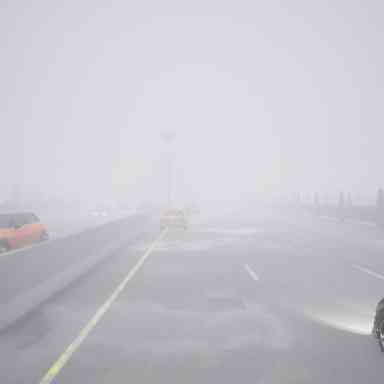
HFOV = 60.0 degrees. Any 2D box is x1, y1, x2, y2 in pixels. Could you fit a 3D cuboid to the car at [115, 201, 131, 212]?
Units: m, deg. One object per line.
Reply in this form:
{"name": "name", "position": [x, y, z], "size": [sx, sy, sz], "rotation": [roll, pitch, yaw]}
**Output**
{"name": "car", "position": [-11.084, 2.214, 53.815], "size": [2.097, 1.767, 4.553], "rotation": [0, -1, -5]}

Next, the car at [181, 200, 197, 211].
{"name": "car", "position": [-0.491, 2.243, 55.485], "size": [2.097, 1.767, 4.553], "rotation": [0, -1, -8]}

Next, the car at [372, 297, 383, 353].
{"name": "car", "position": [3.600, 1.575, 3.118], "size": [1.994, 1.385, 4.181], "rotation": [0, -1, 0]}

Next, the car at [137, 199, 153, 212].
{"name": "car", "position": [-7.475, 2.069, 53.001], "size": [2.150, 2.045, 5.566], "rotation": [0, -1, -4]}

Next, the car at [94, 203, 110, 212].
{"name": "car", "position": [-14.528, 2.462, 53.774], "size": [1.895, 1.301, 4.718], "rotation": [0, -1, -5]}

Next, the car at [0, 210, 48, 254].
{"name": "car", "position": [-7.099, 1.508, 12.124], "size": [2.097, 1.767, 4.553], "rotation": [0, -1, 0]}

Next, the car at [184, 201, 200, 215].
{"name": "car", "position": [0.027, 2.244, 43.055], "size": [1.994, 1.385, 4.181], "rotation": [0, -1, -1]}

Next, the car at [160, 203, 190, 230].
{"name": "car", "position": [-1.227, 1.809, 23.773], "size": [1.801, 1.575, 5.366], "rotation": [0, -1, 0]}
